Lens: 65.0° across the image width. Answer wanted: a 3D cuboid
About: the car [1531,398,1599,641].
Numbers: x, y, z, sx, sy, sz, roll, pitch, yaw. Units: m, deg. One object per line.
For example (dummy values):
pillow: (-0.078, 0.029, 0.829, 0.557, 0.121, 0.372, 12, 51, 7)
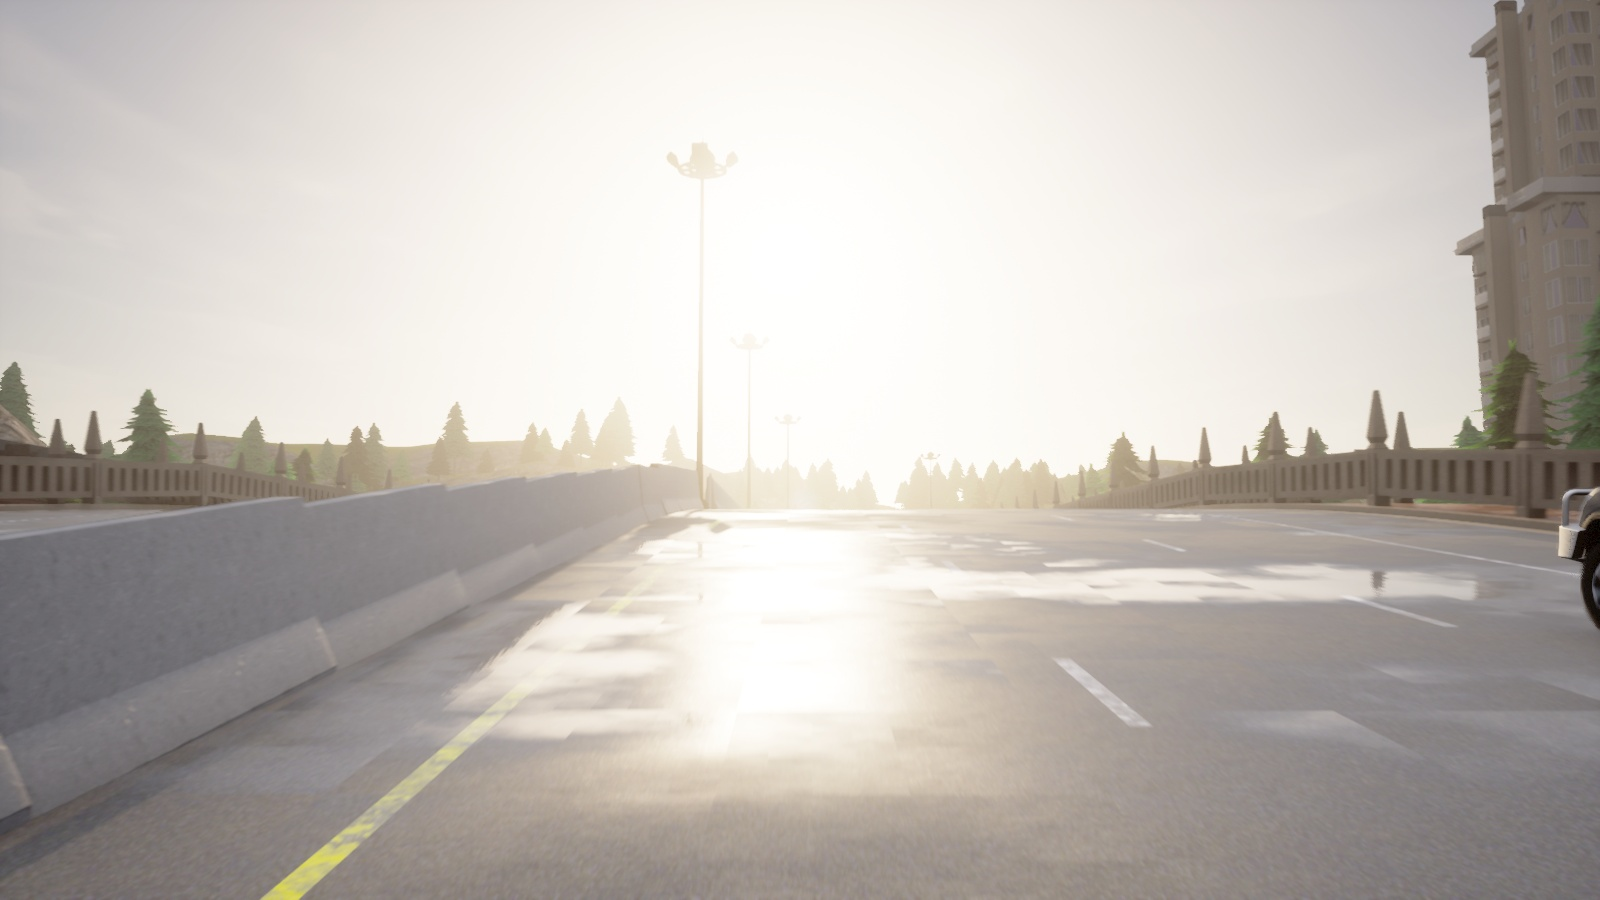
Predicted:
car: (7.062, 0.539, 8.177, 1.932, 1.855, 4.605, 0, 0, 0)
